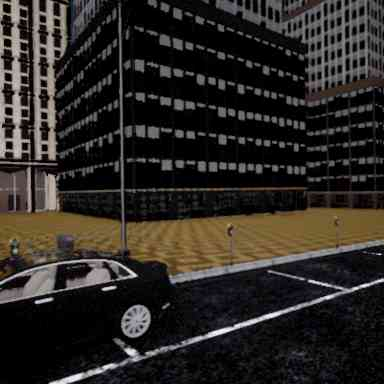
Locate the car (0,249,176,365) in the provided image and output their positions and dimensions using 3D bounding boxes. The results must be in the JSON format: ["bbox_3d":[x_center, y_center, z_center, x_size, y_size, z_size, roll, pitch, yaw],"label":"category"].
[{"bbox_3d":[-2.321,1.594,4.926,4.403,1.369,2.008,0,-2,-36],"label":"car"}]
